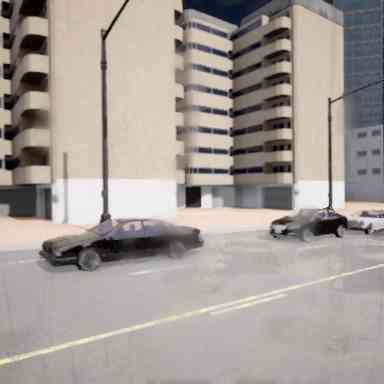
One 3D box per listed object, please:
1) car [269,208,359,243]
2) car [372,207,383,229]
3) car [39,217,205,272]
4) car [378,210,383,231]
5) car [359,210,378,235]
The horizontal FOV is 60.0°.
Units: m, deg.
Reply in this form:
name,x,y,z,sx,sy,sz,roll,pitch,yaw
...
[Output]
name,x,y,z,sx,sy,sz,roll,pitch,yaw
car,6.005,1.592,16.894,4.902,1.511,2.128,1,0,-36
car,14.431,1.746,22.883,4.181,1.385,1.994,0,0,-35
car,-2.085,1.570,11.116,5.357,1.411,2.033,0,0,-36
car,11.529,1.486,16.446,4.553,1.767,2.097,0,0,-35
car,10.645,1.749,20.101,4.718,1.301,1.895,1,0,-36
